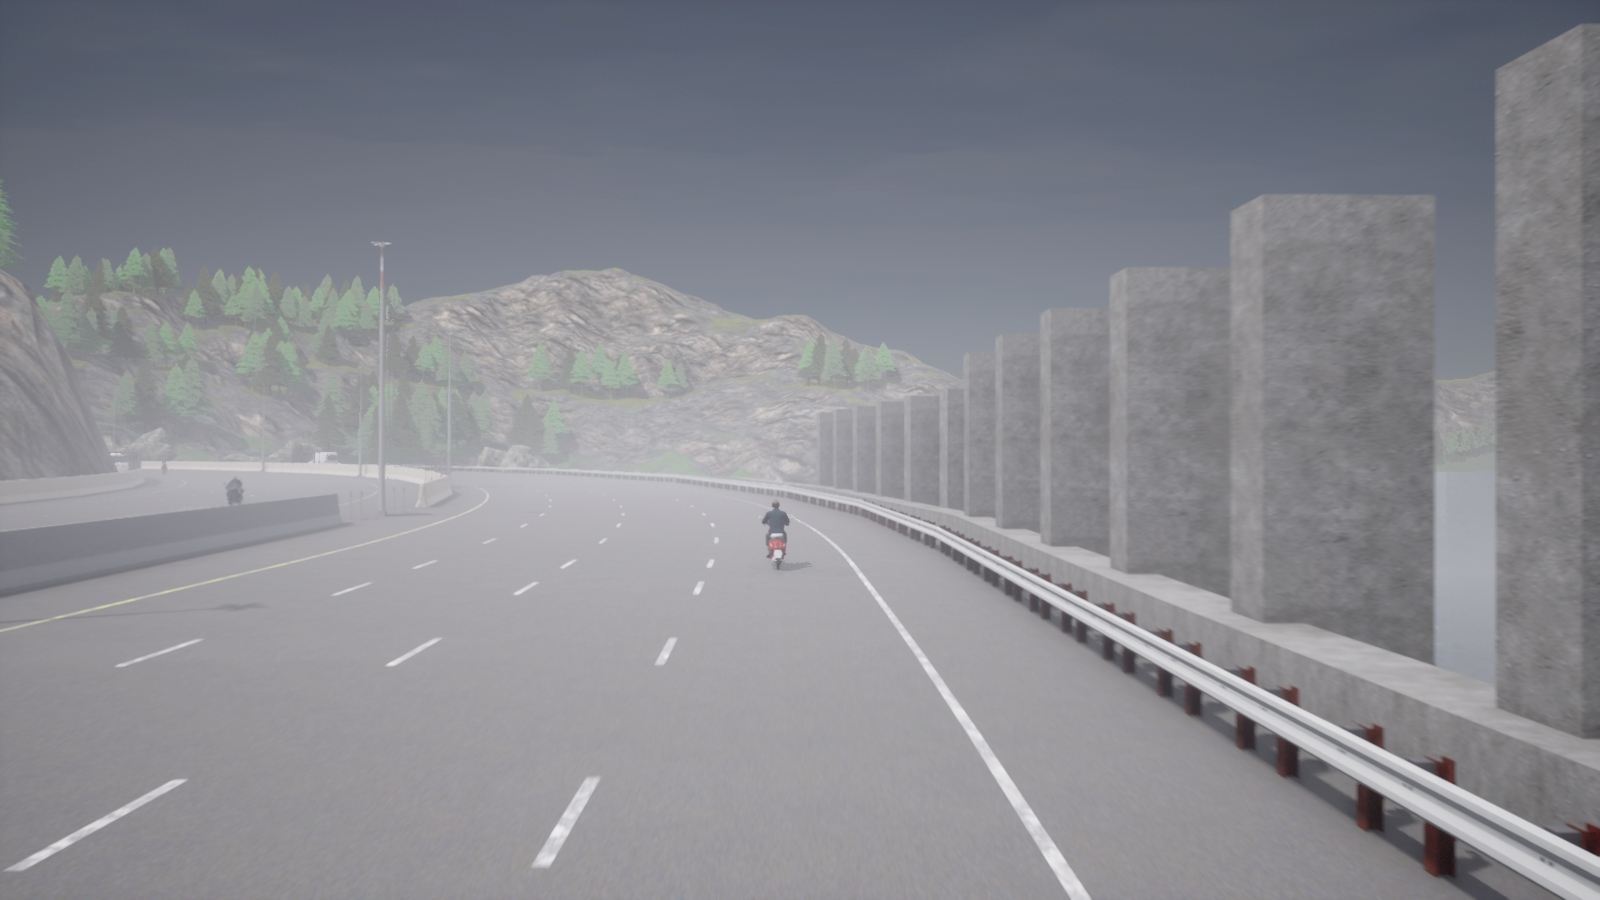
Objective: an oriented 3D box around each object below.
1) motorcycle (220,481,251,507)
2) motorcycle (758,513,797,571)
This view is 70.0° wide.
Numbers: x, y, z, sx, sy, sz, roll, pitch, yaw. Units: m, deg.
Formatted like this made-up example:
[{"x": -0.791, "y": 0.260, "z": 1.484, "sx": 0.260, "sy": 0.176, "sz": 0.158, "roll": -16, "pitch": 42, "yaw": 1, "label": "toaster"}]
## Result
[{"x": -28.711, "y": 2.226, "z": 58.178, "sx": 0.867, "sy": 1.251, "sz": 2.209, "roll": -1, "pitch": 0, "yaw": -12, "label": "motorcycle"}, {"x": -0.564, "y": 2.192, "z": 27.502, "sx": 0.856, "sy": 1.236, "sz": 1.805, "roll": -1, "pitch": 0, "yaw": -3, "label": "motorcycle"}]
